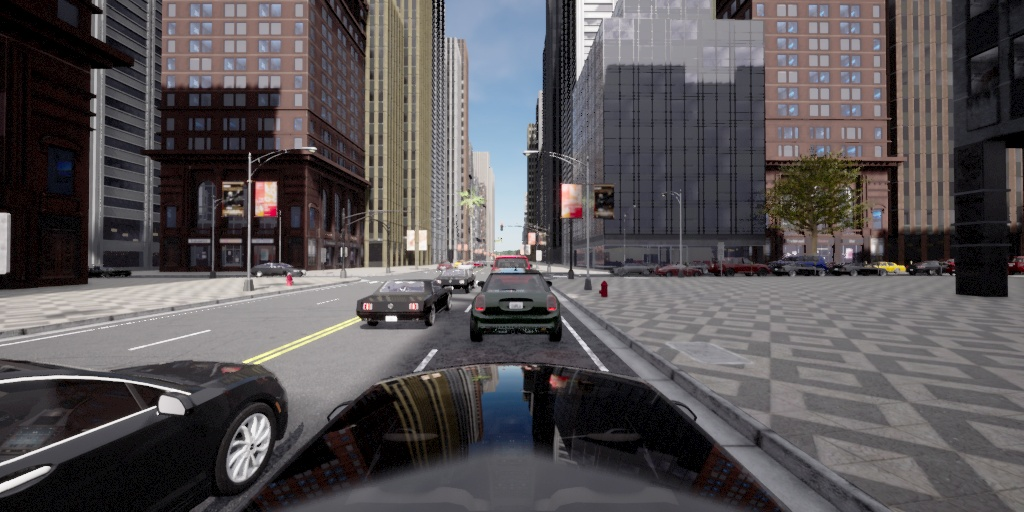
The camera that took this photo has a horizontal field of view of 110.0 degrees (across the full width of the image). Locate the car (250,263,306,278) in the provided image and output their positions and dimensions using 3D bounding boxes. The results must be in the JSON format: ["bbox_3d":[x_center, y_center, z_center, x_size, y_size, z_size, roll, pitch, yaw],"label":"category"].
[{"bbox_3d":[-22.712,1.418,34.959,4.902,1.511,2.128,0,-1,0],"label":"car"}]

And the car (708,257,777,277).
[{"bbox_3d":[20.896,1.041,33.098,5.009,1.841,2.192,0,0,-1],"label":"car"}]

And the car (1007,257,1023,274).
[{"bbox_3d":[49.084,0.973,33.589,5.009,1.841,2.192,0,0,-1],"label":"car"}]

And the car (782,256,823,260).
[{"bbox_3d":[30.956,0.987,39.050,5.566,2.045,2.150,0,-1,-1],"label":"car"}]

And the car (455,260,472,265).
[{"bbox_3d":[-6.691,1.569,51.948,1.895,1.301,4.718,0,0,0],"label":"car"}]

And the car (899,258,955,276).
[{"bbox_3d":[42.526,1.228,36.106,4.674,1.442,1.812,0,-1,-1],"label":"car"}]

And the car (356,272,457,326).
[{"bbox_3d":[-3.166,1.361,11.631,1.895,1.301,4.718,0,0,0],"label":"car"}]

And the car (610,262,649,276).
[{"bbox_3d":[12.738,1.386,38.736,4.181,1.385,1.994,0,-1,-1],"label":"car"}]

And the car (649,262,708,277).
[{"bbox_3d":[15.258,1.327,33.000,4.207,1.307,1.802,0,0,-1],"label":"car"}]

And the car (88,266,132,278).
[{"bbox_3d":[-40.177,1.607,34.940,4.718,1.301,1.895,0,-1,0],"label":"car"}]

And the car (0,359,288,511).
[{"bbox_3d":[-3.150,1.255,1.611,1.837,1.490,4.892,0,0,0],"label":"car"}]

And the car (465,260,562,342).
[{"bbox_3d":[0.082,1.108,9.983,2.097,1.767,4.553,0,0,0],"label":"car"}]

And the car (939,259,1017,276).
[{"bbox_3d":[43.446,1.214,33.491,4.507,1.381,1.888,0,0,-1],"label":"car"}]

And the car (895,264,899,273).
[{"bbox_3d":[43.134,1.296,42.011,4.829,1.417,1.751,0,0,-1],"label":"car"}]

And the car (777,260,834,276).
[{"bbox_3d":[26.533,1.276,33.196,4.313,1.339,1.948,0,0,-1],"label":"car"}]

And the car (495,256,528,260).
[{"bbox_3d":[-0.034,1.003,19.504,2.150,2.045,5.566,0,0,0],"label":"car"}]

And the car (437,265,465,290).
[{"bbox_3d":[-3.187,1.388,20.800,1.895,1.301,4.718,0,0,0],"label":"car"}]

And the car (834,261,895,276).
[{"bbox_3d":[32.170,1.260,33.294,4.313,1.339,1.948,0,0,-1],"label":"car"}]

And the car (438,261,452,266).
[{"bbox_3d":[-9.936,1.503,53.202,1.812,1.442,4.674,0,0,-3],"label":"car"}]
